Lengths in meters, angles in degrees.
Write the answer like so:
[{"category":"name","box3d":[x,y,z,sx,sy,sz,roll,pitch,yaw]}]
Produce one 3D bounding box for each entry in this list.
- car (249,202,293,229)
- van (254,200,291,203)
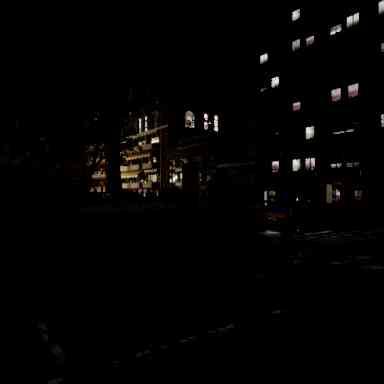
[{"category":"car","box3d":[4.566,1.741,23.978,1.882,1.535,5.008,0,-1,-37]},{"category":"van","box3d":[7.175,1.642,30.215,1.690,1.788,3.998,-1,0,-36]}]
